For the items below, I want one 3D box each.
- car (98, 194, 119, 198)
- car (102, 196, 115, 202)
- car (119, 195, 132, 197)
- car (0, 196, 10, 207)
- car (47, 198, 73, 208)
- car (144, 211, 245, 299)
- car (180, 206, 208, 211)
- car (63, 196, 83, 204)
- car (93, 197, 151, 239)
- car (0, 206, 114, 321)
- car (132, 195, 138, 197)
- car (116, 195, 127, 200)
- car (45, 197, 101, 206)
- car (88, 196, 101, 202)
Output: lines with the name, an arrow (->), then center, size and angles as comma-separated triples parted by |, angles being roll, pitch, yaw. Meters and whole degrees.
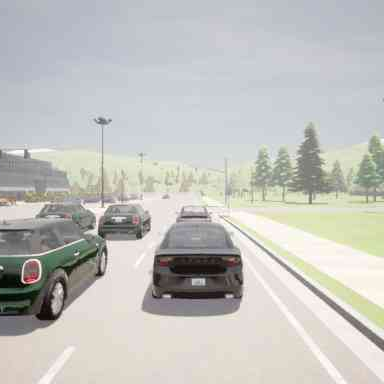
car -> -16.194, 1.504, 64.601 | 1.837, 1.490, 4.892 | 0, 0, 0
car -> -19.642, 1.552, 78.040 | 1.994, 1.385, 4.181 | 0, 0, 0
car -> -16.141, 1.552, 78.569 | 1.994, 1.385, 4.181 | 0, 0, 0
car -> -30.212, 1.352, 50.311 | 4.553, 1.767, 2.097 | 0, 0, -19
car -> -19.810, 1.601, 50.192 | 1.895, 1.301, 4.718 | 0, 0, 2
car -> 0.114, 1.478, 8.499 | 1.882, 1.535, 5.008 | 0, 0, 0
car -> 0.100, 1.491, 17.917 | 2.128, 1.511, 4.902 | 0, 0, 0
car -> -23.170, 1.497, 64.936 | 2.128, 1.511, 4.902 | 0, 0, 0
car -> -3.411, 1.352, 17.573 | 2.097, 1.767, 4.553 | 0, 0, 0
car -> -3.387, 1.352, 7.450 | 2.097, 1.767, 4.553 | 0, 0, 0
car -> -16.115, 1.521, 92.966 | 1.812, 1.442, 4.674 | 0, 0, 0
car -> -19.615, 1.499, 92.689 | 1.837, 1.490, 4.892 | 0, 0, 0
car -> -6.915, 1.352, 18.553 | 2.097, 1.767, 4.553 | 0, 0, 0
car -> -23.140, 1.552, 79.225 | 1.994, 1.385, 4.181 | 0, 0, 0
